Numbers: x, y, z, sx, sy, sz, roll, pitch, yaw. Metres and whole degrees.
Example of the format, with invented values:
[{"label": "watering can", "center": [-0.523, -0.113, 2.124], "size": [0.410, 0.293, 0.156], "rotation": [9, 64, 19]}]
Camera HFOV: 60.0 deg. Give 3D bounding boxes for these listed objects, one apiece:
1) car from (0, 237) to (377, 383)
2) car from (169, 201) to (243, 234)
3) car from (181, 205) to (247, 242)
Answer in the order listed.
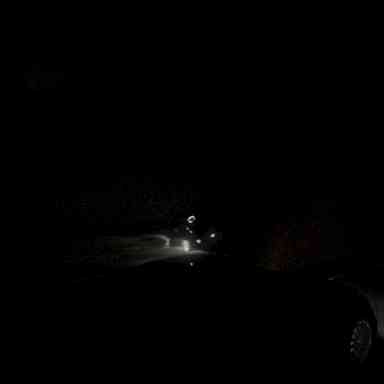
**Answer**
[{"label": "car", "center": [0.330, 1.509, 3.983], "size": [4.674, 1.442, 1.812], "rotation": [0, 0, -36]}, {"label": "car", "center": [1.042, 1.278, 17.515], "size": [4.553, 1.767, 2.097], "rotation": [-1, 0, -36]}, {"label": "car", "center": [2.425, 1.478, 14.211], "size": [5.357, 1.411, 2.033], "rotation": [0, 0, -35]}]
